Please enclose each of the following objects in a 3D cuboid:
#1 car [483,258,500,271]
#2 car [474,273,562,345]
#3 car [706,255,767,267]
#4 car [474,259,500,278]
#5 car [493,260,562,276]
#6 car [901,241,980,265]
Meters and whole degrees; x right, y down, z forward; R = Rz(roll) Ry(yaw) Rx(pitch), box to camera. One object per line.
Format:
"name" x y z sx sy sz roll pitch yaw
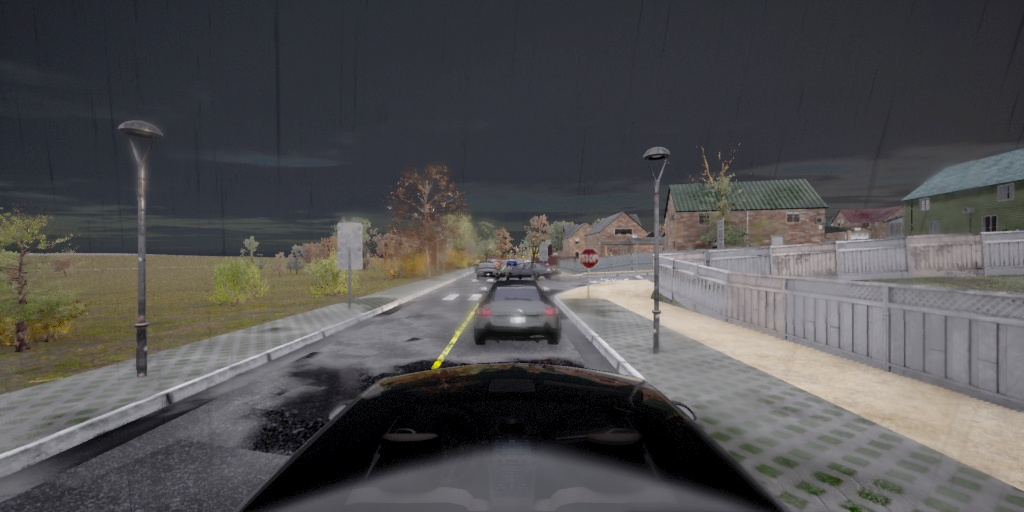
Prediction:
"car" -2.860 1.120 51.260 2.097 1.767 4.553 0 0 1
"car" 0.100 1.313 9.517 1.994 1.385 4.181 0 0 -1
"car" 14.382 0.413 22.911 4.181 1.385 1.994 -3 0 16
"car" -2.258 1.257 31.442 1.837 1.490 4.892 0 0 -8
"car" 1.330 1.197 28.532 5.357 1.411 2.033 -4 -3 43
"car" 23.883 -0.209 20.492 4.902 1.511 2.128 -3 0 14
